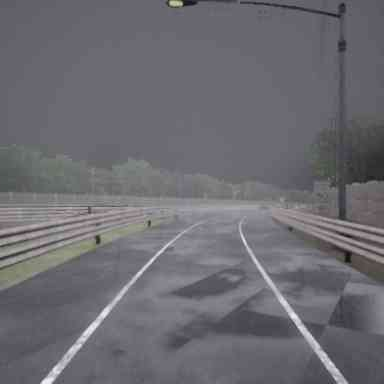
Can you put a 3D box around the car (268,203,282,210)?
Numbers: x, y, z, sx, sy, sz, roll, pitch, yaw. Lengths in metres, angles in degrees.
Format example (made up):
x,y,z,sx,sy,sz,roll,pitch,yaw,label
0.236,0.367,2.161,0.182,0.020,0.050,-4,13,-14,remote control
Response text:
x,y,z,sx,sy,sz,roll,pitch,yaw,label
23.572,4.033,91.542,2.150,2.045,5.566,-1,-2,31,car

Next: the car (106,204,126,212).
x,y,z,sx,sy,sz,roll,pitch,yaw,label
-8.627,2.409,43.973,1.837,1.490,4.892,-1,-2,31,car

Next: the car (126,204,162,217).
x,y,z,sx,sy,sz,roll,pitch,yaw,label
-5.613,2.359,42.196,2.128,1.511,4.902,-1,-2,31,car

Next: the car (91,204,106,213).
x,y,z,sx,sy,sz,roll,pitch,yaw,label
-11.639,2.448,45.753,1.837,1.490,4.892,-1,-2,31,car
